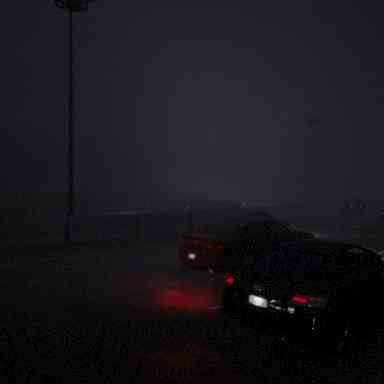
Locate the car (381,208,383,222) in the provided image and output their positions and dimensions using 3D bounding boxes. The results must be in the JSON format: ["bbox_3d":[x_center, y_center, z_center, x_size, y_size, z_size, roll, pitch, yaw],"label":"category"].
[{"bbox_3d":[16.083,1.604,26.302,2.033,1.411,5.357,0,0,34],"label":"car"}]

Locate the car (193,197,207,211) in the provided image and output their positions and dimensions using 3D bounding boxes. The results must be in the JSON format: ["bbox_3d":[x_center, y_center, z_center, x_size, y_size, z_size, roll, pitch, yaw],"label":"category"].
[{"bbox_3d":[2.433,1.635,37.776,1.812,1.442,4.674,0,0,32],"label":"car"}]

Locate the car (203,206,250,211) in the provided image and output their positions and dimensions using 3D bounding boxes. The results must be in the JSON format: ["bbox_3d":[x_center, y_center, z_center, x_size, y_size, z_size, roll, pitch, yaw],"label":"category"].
[{"bbox_3d":[2.900,1.570,15.904,4.674,1.442,1.812,0,0,-44],"label":"car"}]

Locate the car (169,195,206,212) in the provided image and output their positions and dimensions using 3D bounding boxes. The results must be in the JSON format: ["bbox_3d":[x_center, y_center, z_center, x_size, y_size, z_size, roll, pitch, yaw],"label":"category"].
[{"bbox_3d":[-0.011,1.344,40.372,2.150,2.045,5.566,0,0,31],"label":"car"}]

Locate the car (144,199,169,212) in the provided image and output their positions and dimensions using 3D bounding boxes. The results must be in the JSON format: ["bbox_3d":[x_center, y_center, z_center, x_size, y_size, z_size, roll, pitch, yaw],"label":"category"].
[{"bbox_3d":[-3.902,1.618,40.798,2.128,1.511,4.902,0,0,32],"label":"car"}]

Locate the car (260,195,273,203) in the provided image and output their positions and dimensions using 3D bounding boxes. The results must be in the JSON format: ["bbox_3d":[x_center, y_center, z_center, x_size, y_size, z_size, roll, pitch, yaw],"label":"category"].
[{"bbox_3d":[16.122,1.539,71.702,2.097,1.767,4.553,0,0,2],"label":"car"}]

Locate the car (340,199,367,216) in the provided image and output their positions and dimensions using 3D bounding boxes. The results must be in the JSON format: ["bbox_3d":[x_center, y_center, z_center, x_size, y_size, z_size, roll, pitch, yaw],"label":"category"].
[{"bbox_3d":[16.161,1.429,33.235,2.097,1.767,4.553,0,0,31],"label":"car"}]

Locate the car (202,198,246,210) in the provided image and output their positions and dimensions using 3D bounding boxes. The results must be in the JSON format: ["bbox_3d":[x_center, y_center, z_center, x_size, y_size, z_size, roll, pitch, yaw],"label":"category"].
[{"bbox_3d":[3.528,1.641,32.973,2.033,1.411,5.357,0,0,35],"label":"car"}]

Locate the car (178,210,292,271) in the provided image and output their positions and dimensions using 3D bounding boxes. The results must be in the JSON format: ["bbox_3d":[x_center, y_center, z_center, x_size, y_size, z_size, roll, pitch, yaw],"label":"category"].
[{"bbox_3d":[1.879,1.506,10.183,5.008,1.535,1.882,0,0,-40],"label":"car"}]

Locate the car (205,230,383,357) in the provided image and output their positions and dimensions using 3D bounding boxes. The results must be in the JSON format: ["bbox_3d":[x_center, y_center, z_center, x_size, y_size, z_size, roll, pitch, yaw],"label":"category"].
[{"bbox_3d":[2.510,1.580,6.185,4.181,1.385,1.994,0,0,-40],"label":"car"}]
